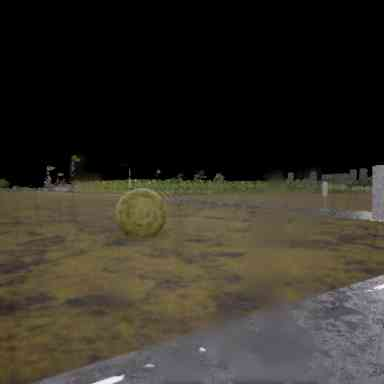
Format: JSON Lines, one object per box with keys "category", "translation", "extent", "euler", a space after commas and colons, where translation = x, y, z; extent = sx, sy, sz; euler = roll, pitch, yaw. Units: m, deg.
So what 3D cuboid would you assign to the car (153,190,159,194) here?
{"category": "car", "translation": [-7.230, 0.306, 55.876], "extent": [2.128, 1.511, 4.902], "euler": [1, 0, -35]}
